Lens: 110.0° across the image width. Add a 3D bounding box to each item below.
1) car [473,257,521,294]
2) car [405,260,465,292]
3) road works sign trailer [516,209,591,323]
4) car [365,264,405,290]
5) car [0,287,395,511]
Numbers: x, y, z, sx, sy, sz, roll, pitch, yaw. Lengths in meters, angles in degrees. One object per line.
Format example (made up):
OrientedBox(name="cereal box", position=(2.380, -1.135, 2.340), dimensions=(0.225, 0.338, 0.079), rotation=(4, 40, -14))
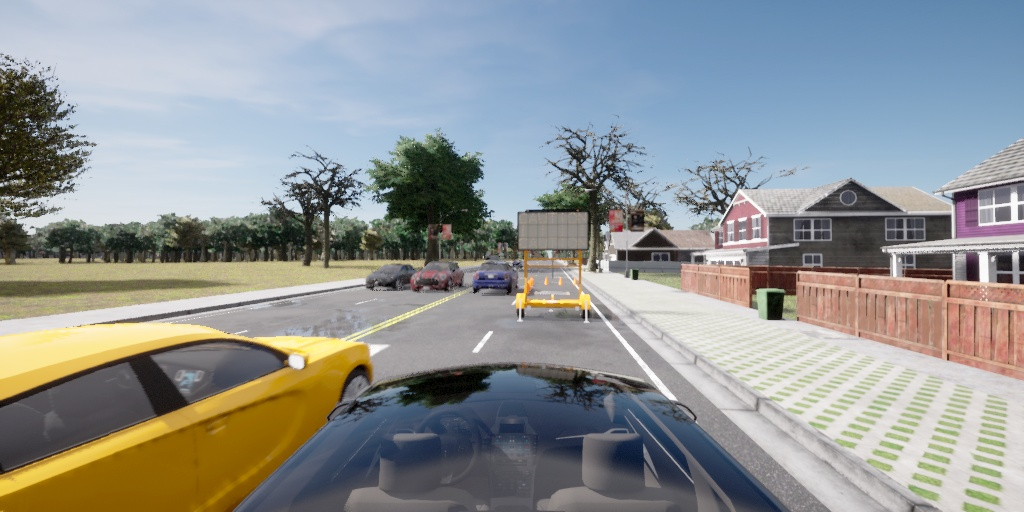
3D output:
OrientedBox(name="car", position=(-0.846, 1.113, 20.763), dimensions=(2.097, 1.767, 4.553), rotation=(0, 0, 6))
OrientedBox(name="car", position=(-4.273, 1.113, 21.157), dimensions=(2.097, 1.767, 4.553), rotation=(0, 0, 6))
OrientedBox(name="road works sign trailer", position=(1.391, 0.219, 12.241), dimensions=(2.380, 3.560, 2.880), rotation=(0, 0, 6))
OrientedBox(name="car", position=(-7.388, 1.266, 22.579), dimensions=(1.837, 1.490, 4.892), rotation=(0, 0, 6))
OrientedBox(name="car", position=(-2.842, 1.227, 2.524), dimensions=(1.882, 1.535, 5.008), rotation=(0, 0, 6))
